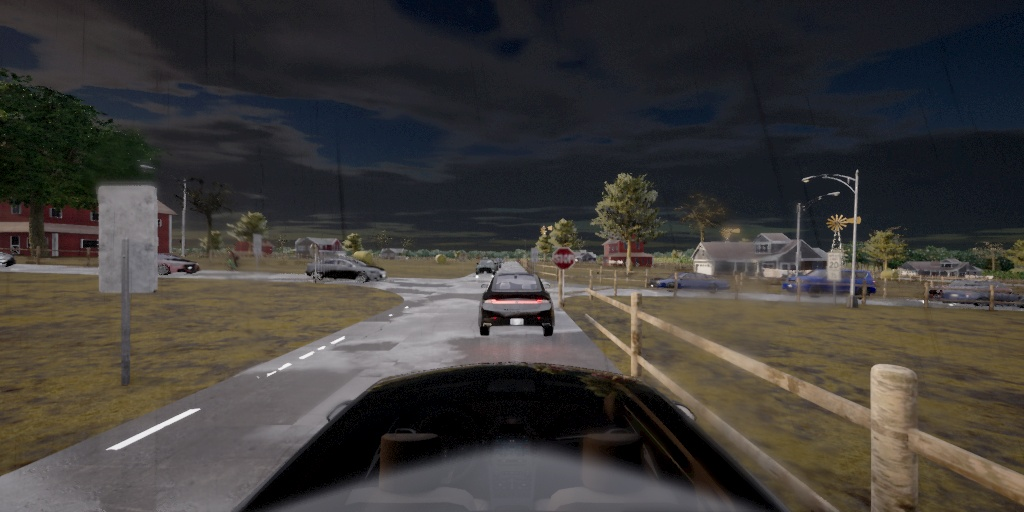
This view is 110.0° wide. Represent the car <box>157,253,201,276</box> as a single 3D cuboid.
[{"bbox_3d":[-22.694,0.511,23.073,4.181,1.385,1.994,2,0,0],"label":"car"}]

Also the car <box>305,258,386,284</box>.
[{"bbox_3d":[-10.440,0.900,22.674,4.902,1.511,2.128,2,0,5],"label":"car"}]

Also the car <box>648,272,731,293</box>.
[{"bbox_3d":[12.782,1.863,25.971,5.357,1.411,2.033,2,0,-1],"label":"car"}]

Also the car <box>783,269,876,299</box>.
[{"bbox_3d":[22.970,1.942,26.007,5.566,2.045,2.150,2,0,0],"label":"car"}]

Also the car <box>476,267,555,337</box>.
[{"bbox_3d":[0.110,1.247,10.382,2.128,1.511,4.902,0,0,0],"label":"car"}]

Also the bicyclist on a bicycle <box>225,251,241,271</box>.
[{"bbox_3d":[-22.578,0.422,29.054,0.582,1.620,1.656,2,0,0],"label":"bicyclist on a bicycle"}]

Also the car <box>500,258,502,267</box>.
[{"bbox_3d":[-2.767,1.302,49.587,1.837,1.490,4.892,0,0,0],"label":"car"}]

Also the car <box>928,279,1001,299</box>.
[{"bbox_3d":[33.059,2.485,25.995,4.553,1.767,2.097,2,0,0],"label":"car"}]

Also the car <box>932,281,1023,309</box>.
[{"bbox_3d":[30.481,2.587,23.057,4.181,1.385,1.994,2,0,0],"label":"car"}]

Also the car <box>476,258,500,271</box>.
[{"bbox_3d":[-2.793,1.138,39.686,2.097,1.767,4.553,0,0,0],"label":"car"}]

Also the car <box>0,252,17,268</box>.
[{"bbox_3d":[-35.146,-0.014,23.078,4.902,1.511,2.128,2,0,0],"label":"car"}]

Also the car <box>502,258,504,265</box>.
[{"bbox_3d":[-2.744,1.363,59.875,2.033,1.411,5.357,0,0,1],"label":"car"}]
